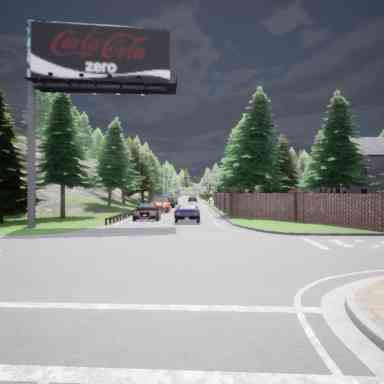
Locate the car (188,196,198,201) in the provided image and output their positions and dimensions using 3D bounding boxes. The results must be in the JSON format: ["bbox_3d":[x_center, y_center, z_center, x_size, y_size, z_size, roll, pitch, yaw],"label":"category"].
[{"bbox_3d":[0.150,1.505,68.785,1.837,1.490,4.892,0,0,0],"label":"car"}]

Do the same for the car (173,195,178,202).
[{"bbox_3d":[-3.555,1.221,47.234,2.150,2.045,5.566,0,0,0],"label":"car"}]

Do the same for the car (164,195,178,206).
[{"bbox_3d":[-3.517,1.352,57.223,2.097,1.767,4.553,0,0,0],"label":"car"}]

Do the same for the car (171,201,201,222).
[{"bbox_3d":[-0.235,1.599,25.906,1.895,1.301,4.718,0,0,3],"label":"car"}]

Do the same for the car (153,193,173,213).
[{"bbox_3d":[-3.574,1.352,36.912,2.097,1.767,4.553,0,0,0],"label":"car"}]

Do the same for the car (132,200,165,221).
[{"bbox_3d":[-3.551,1.564,26.756,1.994,1.385,4.181,0,0,-1],"label":"car"}]
